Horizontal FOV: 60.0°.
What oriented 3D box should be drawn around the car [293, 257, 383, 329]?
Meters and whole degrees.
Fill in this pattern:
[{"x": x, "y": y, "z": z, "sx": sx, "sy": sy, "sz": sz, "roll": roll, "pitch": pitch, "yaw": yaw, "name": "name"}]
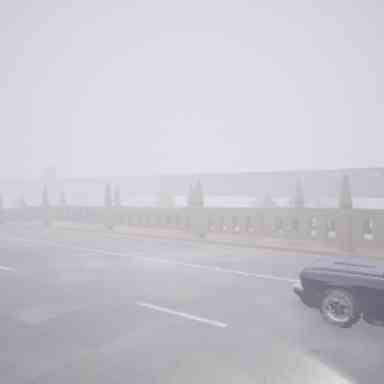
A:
[{"x": 4.168, "y": 1.599, "z": 5.319, "sx": 4.718, "sy": 1.301, "sz": 1.895, "roll": 0, "pitch": 0, "yaw": 35, "name": "car"}]
